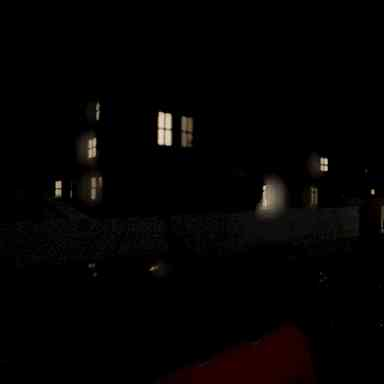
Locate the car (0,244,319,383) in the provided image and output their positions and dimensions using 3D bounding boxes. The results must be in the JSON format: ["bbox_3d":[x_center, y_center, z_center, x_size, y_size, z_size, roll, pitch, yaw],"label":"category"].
[{"bbox_3d":[-1.210,1.353,2.208,4.553,1.767,2.097,0,0,-35],"label":"car"}]
